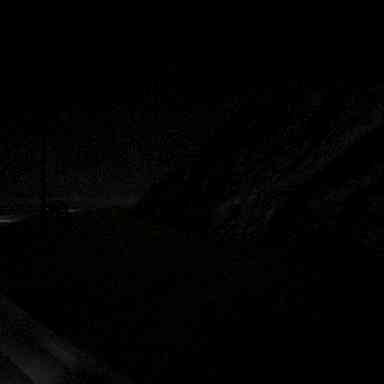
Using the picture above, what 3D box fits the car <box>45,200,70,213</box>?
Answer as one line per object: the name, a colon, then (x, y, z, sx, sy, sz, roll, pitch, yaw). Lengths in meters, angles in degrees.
car: (-16.400, 1.704, 40.145, 1.812, 1.442, 4.674, 0, 0, 0)
